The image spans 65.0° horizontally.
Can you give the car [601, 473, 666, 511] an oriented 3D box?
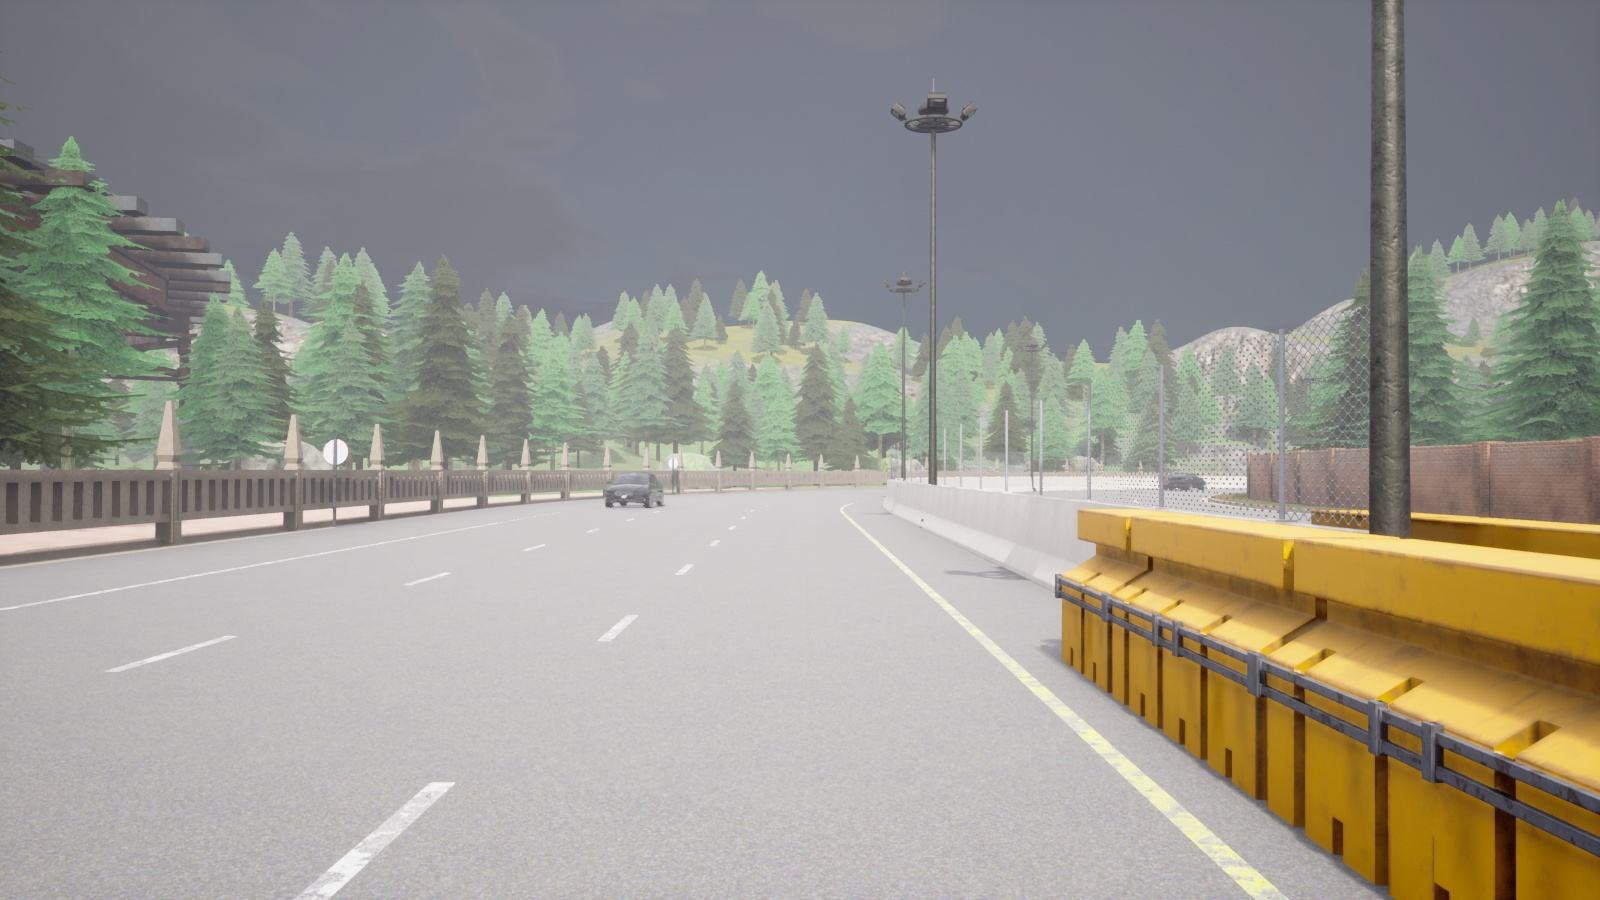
[{"bbox_3d":[-6.943,1.732,52.849,1.837,1.490,4.892,0,-1,3],"label":"car"}]
